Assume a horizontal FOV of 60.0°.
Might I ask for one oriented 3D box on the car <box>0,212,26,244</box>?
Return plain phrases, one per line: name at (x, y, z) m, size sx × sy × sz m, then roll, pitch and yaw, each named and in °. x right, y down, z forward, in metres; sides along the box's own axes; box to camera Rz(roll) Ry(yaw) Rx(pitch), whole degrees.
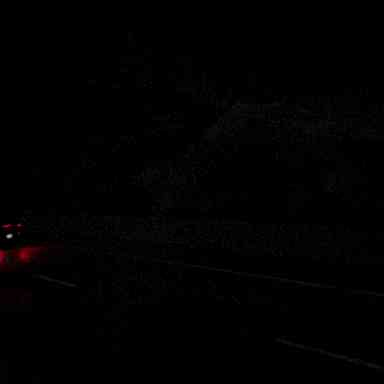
car at (-9.700, 1.676, 15.590) m, size 4.902 × 1.511 × 2.128 m, roll -1°, pitch 0°, yaw 37°
